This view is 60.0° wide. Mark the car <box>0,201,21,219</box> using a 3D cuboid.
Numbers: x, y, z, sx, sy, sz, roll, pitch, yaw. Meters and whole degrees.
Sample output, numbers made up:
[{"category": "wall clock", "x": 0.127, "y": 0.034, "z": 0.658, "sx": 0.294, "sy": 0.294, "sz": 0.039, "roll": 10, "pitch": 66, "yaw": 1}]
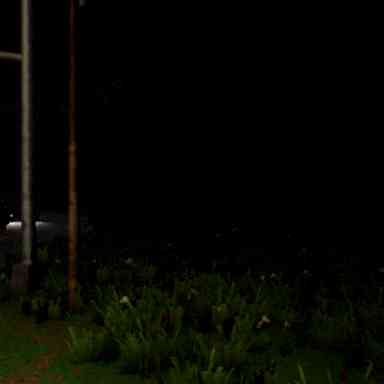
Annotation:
[{"category": "car", "x": -15.317, "y": 1.711, "z": 27.992, "sx": 1.994, "sy": 1.385, "sz": 4.181, "roll": 0, "pitch": 0, "yaw": -32}]

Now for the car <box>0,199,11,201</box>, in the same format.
[{"category": "car", "x": -21.706, "y": 1.714, "z": 36.051, "sx": 4.892, "sy": 1.490, "sz": 1.837, "roll": -1, "pitch": 0, "yaw": 45}]

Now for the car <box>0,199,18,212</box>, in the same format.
[{"category": "car", "x": -24.955, "y": 1.757, "z": 43.798, "sx": 4.892, "sy": 1.490, "sz": 1.837, "roll": 0, "pitch": 0, "yaw": 39}]

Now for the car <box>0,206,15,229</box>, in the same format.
[{"category": "car", "x": -11.857, "y": 1.700, "z": 18.623, "sx": 1.895, "sy": 1.301, "sz": 4.718, "roll": 0, "pitch": 0, "yaw": -12}]
